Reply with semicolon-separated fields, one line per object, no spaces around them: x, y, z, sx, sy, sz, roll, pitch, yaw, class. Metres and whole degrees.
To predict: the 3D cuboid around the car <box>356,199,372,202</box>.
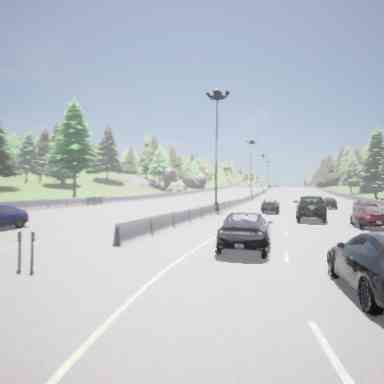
20.354;1.583;39.422;2.033;1.411;5.357;1;1;16;car

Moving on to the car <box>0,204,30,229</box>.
-11.164;1.418;18.444;1.812;1.442;4.674;1;0;16;car

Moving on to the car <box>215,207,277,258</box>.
2.155;1.565;13.289;2.128;1.511;4.902;1;0;14;car

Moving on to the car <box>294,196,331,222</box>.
9.586;1.303;27.063;2.150;2.045;5.566;1;1;16;car

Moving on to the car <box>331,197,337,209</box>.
18.087;1.441;44.258;1.837;1.490;4.892;1;1;16;car

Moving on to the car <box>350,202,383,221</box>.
11.815;1.671;22.099;1.812;1.442;4.674;1;0;16;car

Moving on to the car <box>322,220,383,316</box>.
4.394;1.618;7.407;1.812;1.442;4.674;1;0;10;car

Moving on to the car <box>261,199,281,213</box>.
8.502;1.464;36.093;2.128;1.511;4.902;1;1;16;car
